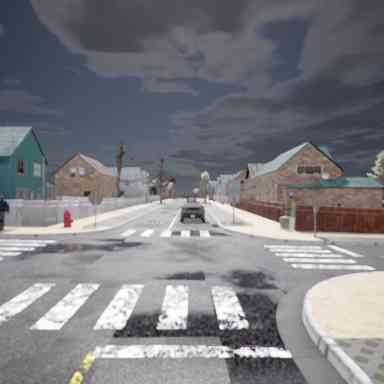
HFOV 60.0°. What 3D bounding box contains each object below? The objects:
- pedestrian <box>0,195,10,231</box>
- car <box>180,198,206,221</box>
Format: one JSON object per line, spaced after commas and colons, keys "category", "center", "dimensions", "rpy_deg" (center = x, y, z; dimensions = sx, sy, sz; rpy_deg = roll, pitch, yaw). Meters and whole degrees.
{"category": "pedestrian", "center": [-9.657, 1.039, 16.910], "dimensions": [0.375, 1.860, 0.375], "rpy_deg": [0, -2, 0]}
{"category": "car", "center": [0.055, 1.543, 27.261], "dimensions": [1.837, 1.490, 4.892], "rpy_deg": [0, 0, 0]}
